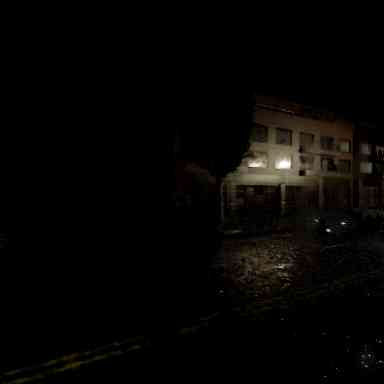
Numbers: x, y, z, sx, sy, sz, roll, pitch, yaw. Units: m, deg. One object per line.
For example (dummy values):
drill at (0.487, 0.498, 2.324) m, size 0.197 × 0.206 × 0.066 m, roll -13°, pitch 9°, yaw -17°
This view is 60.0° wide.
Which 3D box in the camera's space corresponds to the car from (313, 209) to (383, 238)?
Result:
car at (8.572, 1.595, 17.785) m, size 4.718 × 1.301 × 1.895 m, roll 0°, pitch 0°, yaw -35°
